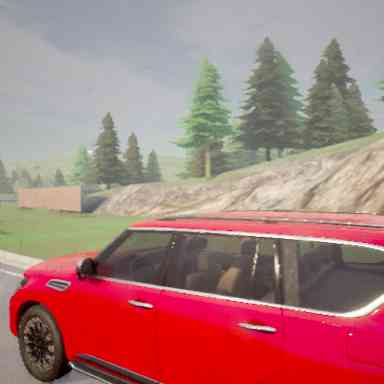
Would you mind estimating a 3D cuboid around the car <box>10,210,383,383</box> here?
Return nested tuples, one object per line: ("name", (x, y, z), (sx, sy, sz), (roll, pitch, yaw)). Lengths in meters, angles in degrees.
("car", (0.199, 1.240, 3.869), (5.566, 2.045, 2.150), (0, 0, 34))
